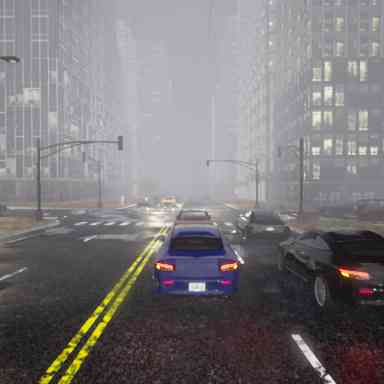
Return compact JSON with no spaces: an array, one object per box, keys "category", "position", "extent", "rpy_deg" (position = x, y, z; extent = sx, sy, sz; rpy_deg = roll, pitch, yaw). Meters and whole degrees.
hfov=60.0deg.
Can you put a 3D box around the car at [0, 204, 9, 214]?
[{"category":"car","position":[-19.811,1.442,31.081],"extent":[4.718,1.301,1.895],"rpy_deg":[1,1,1]}]

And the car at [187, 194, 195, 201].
[{"category":"car","position":[-0.146,1.513,79.172],"extent":[1.895,1.301,4.718],"rpy_deg":[0,0,0]}]

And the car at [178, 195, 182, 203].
[{"category":"car","position":[-3.402,1.545,66.337],"extent":[1.895,1.301,4.718],"rpy_deg":[0,0,0]}]

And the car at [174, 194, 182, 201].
[{"category":"car","position":[-3.401,1.391,81.447],"extent":[1.882,1.535,5.008],"rpy_deg":[0,0,0]}]

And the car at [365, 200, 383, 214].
[{"category":"car","position":[21.744,1.643,36.264],"extent":[4.829,1.417,1.752],"rpy_deg":[1,0,1]}]

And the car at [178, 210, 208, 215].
[{"category":"car","position":[0.071,1.591,17.380],"extent":[1.895,1.301,4.718],"rpy_deg":[0,0,0]}]

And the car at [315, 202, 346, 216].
[{"category":"car","position":[15.040,1.702,33.755],"extent":[4.718,1.301,1.895],"rpy_deg":[0,1,1]}]

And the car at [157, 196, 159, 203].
[{"category":"car","position":[-6.679,1.456,61.344],"extent":[1.837,1.490,4.892],"rpy_deg":[0,0,0]}]

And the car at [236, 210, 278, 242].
[{"category":"car","position":[3.325,1.555,16.219],"extent":[1.994,1.385,4.181],"rpy_deg":[0,0,-1]}]

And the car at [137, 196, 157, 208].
[{"category":"car","position":[-6.686,1.513,47.876],"extent":[2.033,1.411,5.357],"rpy_deg":[0,0,0]}]

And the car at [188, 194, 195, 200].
[{"category":"car","position":[-0.165,1.266,89.144],"extent":[1.812,1.442,4.674],"rpy_deg":[0,0,0]}]

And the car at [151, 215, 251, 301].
[{"category":"car","position":[0.087,1.522,8.213],"extent":[1.812,1.442,4.674],"rpy_deg":[0,0,0]}]

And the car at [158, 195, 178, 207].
[{"category":"car","position":[-3.434,1.442,49.275],"extent":[1.882,1.535,5.008],"rpy_deg":[0,0,0]}]

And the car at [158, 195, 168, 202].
[{"category":"car","position":[-6.642,1.430,76.621],"extent":[1.837,1.490,4.892],"rpy_deg":[0,0,0]}]

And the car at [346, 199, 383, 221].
[{"category":"car","position":[16.151,1.519,27.967],"extent":[5.009,1.841,2.192],"rpy_deg":[1,0,1]}]

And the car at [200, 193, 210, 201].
[{"category":"car","position":[3.105,1.143,78.761],"extent":[2.150,2.045,5.566],"rpy_deg":[0,0,0]}]

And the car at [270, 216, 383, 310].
[{"category":"car","position":[3.338,1.522,7.649],"extent":[1.812,1.442,4.674],"rpy_deg":[0,0,0]}]
